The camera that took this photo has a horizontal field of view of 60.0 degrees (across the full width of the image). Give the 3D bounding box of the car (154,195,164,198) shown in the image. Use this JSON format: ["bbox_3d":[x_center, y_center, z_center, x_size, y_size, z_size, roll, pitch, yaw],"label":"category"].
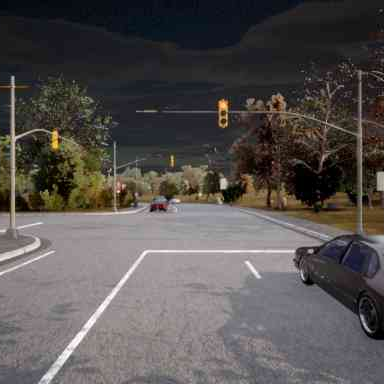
[{"bbox_3d":[-4.566,1.690,51.257,1.837,1.490,4.892,0,-2,-5],"label":"car"}]

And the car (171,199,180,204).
[{"bbox_3d":[-4.423,2.365,83.323,1.812,1.442,4.674,0,-1,-22],"label":"car"}]

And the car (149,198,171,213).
[{"bbox_3d":[-3.782,1.631,38.004,1.895,1.301,4.718,0,0,-2],"label":"car"}]

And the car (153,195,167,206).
[{"bbox_3d":[-6.217,1.663,63.724,2.150,2.045,5.566,0,-1,-10],"label":"car"}]

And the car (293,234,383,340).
[{"bbox_3d":[3.609,1.547,6.472,2.033,1.411,5.357,0,0,0],"label":"car"}]
